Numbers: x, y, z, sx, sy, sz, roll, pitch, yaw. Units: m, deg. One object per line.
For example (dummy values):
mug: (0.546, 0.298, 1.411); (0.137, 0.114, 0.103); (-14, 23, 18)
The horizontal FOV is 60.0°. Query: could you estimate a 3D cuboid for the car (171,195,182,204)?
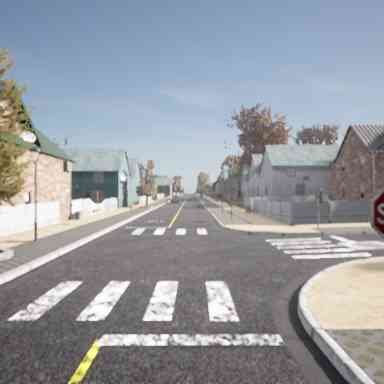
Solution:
car: (-2.859, 1.353, 60.758); (1.837, 1.490, 4.892); (0, 0, 0)
